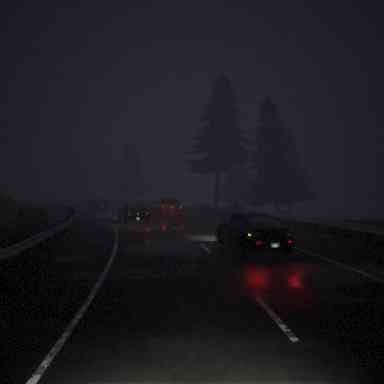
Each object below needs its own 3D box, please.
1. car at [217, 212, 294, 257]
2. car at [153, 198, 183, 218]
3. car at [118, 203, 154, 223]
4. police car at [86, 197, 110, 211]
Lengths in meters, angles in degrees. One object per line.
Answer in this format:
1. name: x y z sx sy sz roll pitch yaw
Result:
1. car: 2.256 1.492 12.759 1.812 1.442 4.674 0 0 -9
2. car: -2.366 1.299 29.587 2.097 1.767 4.553 0 0 -20
3. car: -4.509 1.563 25.391 1.895 1.301 4.718 0 0 -19
4. police car: -11.429 1.379 40.297 1.930 1.638 5.238 0 0 -30
